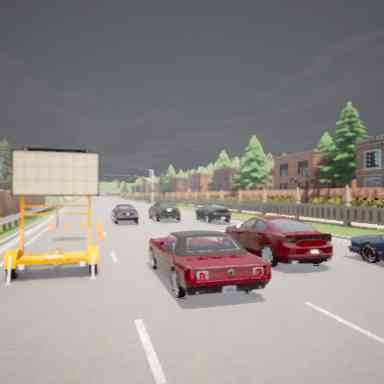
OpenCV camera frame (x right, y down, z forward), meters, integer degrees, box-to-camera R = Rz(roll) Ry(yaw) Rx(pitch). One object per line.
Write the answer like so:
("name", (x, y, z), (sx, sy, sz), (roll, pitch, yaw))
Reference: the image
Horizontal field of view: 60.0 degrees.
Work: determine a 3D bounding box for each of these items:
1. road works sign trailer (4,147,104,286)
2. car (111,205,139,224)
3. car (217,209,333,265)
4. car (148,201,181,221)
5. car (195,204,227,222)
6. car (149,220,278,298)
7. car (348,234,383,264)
("road works sign trailer", (-3.976, 0.526, 9.840), (2.380, 3.560, 2.880), (0, 0, -17))
("car", (-5.502, 1.737, 27.086), (2.033, 1.411, 5.357), (0, 0, -17))
("car", (2.803, 1.581, 11.931), (1.882, 1.535, 5.008), (0, 0, -17))
("car", (-2.486, 1.569, 29.196), (2.097, 1.767, 4.553), (0, 0, -17))
("car", (1.650, 1.727, 27.640), (1.837, 1.490, 4.892), (0, 0, -17))
("car", (0.106, 1.670, 8.784), (1.895, 1.301, 4.718), (0, 0, -17))
("car", (7.164, 1.650, 9.652), (2.033, 1.411, 5.357), (0, 0, -17))
